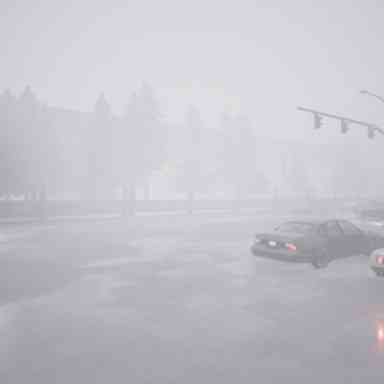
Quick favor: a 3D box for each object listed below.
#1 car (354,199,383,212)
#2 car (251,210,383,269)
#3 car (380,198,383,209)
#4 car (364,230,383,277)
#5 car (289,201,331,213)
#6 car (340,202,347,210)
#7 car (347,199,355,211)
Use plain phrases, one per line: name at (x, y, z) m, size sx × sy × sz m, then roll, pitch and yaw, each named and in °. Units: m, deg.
car at (16.338, 1.507, 28.483) m, size 5.008 × 1.535 × 1.882 m, roll 0°, pitch 0°, yaw -36°
car at (4.391, 1.557, 11.179) m, size 5.357 × 1.411 × 2.033 m, roll 0°, pitch 0°, yaw -36°
car at (27.911, 1.540, 45.279) m, size 4.902 × 1.511 × 2.128 m, roll 0°, pitch 0°, yaw -36°
car at (6.594, 1.611, 8.451) m, size 4.718 × 1.301 × 1.895 m, roll 0°, pitch 0°, yaw -36°
car at (12.159, 1.630, 34.141) m, size 4.718 × 1.301 × 1.895 m, roll 0°, pitch 0°, yaw -35°
car at (19.477, 1.564, 39.287) m, size 4.674 × 1.442 × 1.812 m, roll 0°, pitch 0°, yaw -35°
car at (18.629, 1.526, 34.430) m, size 4.902 × 1.511 × 2.128 m, roll 0°, pitch 0°, yaw -35°
